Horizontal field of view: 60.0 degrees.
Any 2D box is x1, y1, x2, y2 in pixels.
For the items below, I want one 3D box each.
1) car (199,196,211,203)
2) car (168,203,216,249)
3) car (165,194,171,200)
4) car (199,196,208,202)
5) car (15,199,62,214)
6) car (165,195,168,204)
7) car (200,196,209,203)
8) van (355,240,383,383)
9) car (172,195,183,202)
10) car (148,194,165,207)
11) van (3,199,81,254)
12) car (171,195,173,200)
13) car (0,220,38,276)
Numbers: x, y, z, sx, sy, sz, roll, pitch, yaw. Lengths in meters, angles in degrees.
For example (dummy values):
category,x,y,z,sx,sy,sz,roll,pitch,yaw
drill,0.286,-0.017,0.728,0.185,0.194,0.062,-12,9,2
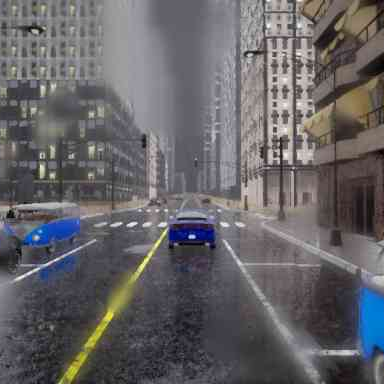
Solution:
category,x,y,z,sx,sy,sz,roll,pitch,yaw
car,2.703,1.602,62.564,1.802,1.307,4.206,1,0,0
car,0.000,1.489,14.652,1.882,1.535,5.008,0,0,0
car,-5.672,1.335,62.503,2.192,1.841,5.009,1,0,0
car,2.703,1.592,79.297,1.947,1.339,4.313,1,0,0
car,-16.491,1.508,35.932,4.097,1.590,1.967,0,-1,0
car,-5.677,1.600,56.927,1.802,1.307,4.206,1,0,0
car,2.705,1.550,73.890,1.752,1.417,4.829,1,0,0
van,2.708,1.340,2.258,1.690,1.788,3.998,1,0,0
car,-3.001,1.615,78.870,1.895,1.301,4.718,0,0,0
car,-5.674,1.456,51.352,1.967,1.590,4.097,1,0,0
van,-5.809,1.344,13.286,1.690,1.788,3.998,1,0,0
car,-5.676,1.575,90.378,1.887,1.381,4.507,1,0,0
car,-5.644,1.567,7.745,1.947,1.339,4.313,1,0,0
